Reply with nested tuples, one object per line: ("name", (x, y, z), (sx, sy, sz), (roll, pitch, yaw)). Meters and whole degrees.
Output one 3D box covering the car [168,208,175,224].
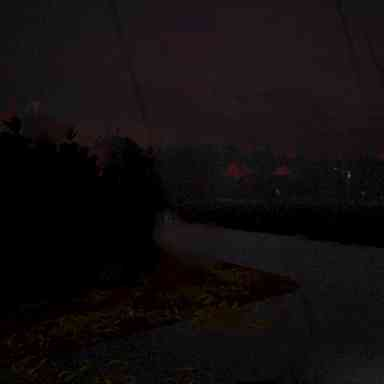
("car", (-3.124, 1.713, 25.607), (1.837, 1.490, 4.892), (1, -1, -34))
